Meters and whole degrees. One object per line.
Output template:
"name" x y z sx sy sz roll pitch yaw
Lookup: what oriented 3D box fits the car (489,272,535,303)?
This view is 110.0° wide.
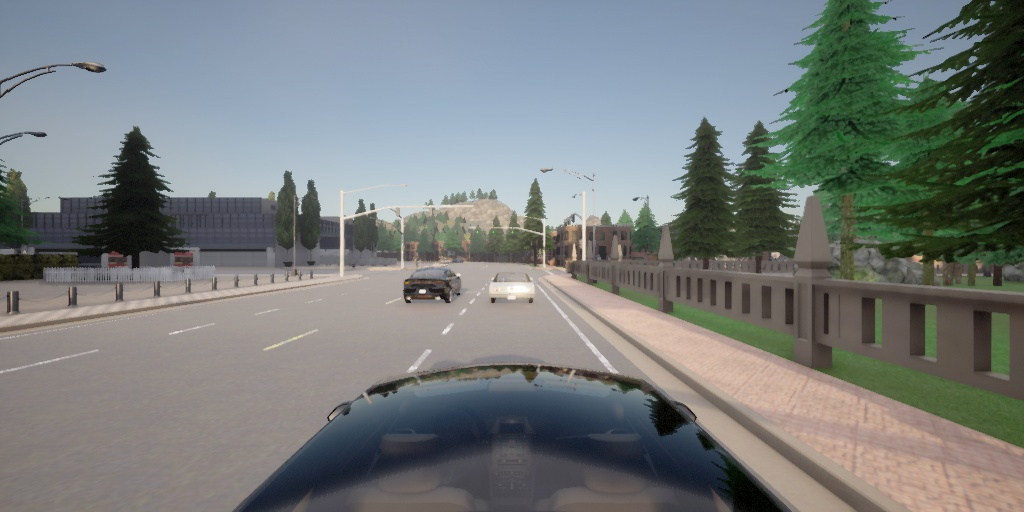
"car" 0.000 1.364 16.530 1.895 1.301 4.718 0 0 0

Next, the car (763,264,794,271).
"car" 32.895 1.351 45.403 5.357 1.411 2.033 0 0 0

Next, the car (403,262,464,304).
"car" -3.500 1.233 16.500 1.882 1.535 5.008 0 0 0
